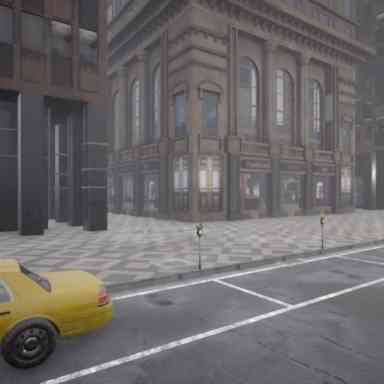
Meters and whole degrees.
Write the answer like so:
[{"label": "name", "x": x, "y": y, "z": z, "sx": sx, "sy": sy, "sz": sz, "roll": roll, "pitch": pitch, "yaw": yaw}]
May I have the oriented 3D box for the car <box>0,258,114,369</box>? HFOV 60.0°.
[{"label": "car", "x": -3.474, "y": 1.525, "z": 4.179, "sx": 4.829, "sy": 1.417, "sz": 1.752, "roll": 0, "pitch": 0, "yaw": -35}]
